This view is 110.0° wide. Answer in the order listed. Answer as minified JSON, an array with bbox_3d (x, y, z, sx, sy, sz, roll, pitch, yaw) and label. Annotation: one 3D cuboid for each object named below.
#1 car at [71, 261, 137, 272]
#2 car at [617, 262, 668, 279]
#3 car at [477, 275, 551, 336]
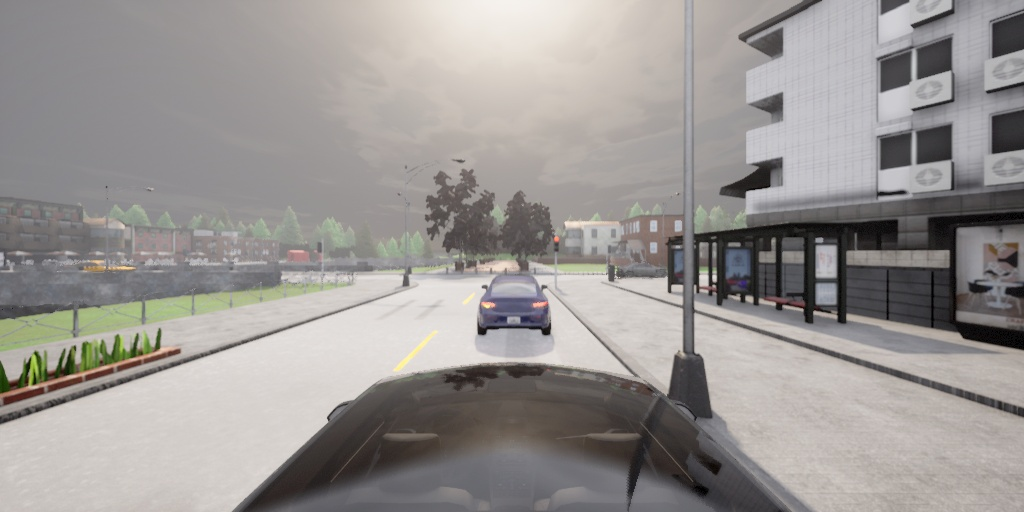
[{"bbox_3d":[-34.926,1.164,30.508,5.008,1.535,1.882,0,0,0],"label":"car"},{"bbox_3d":[11.094,1.242,30.404,4.181,1.385,1.994,0,0,0],"label":"car"},{"bbox_3d":[0.068,1.257,10.259,1.812,1.442,4.674,0,0,1],"label":"car"}]
